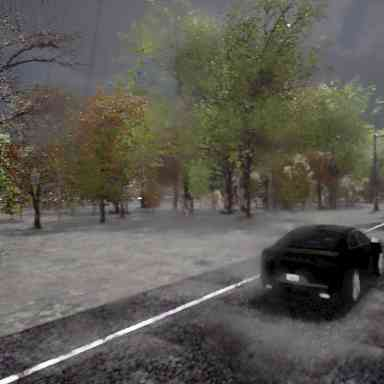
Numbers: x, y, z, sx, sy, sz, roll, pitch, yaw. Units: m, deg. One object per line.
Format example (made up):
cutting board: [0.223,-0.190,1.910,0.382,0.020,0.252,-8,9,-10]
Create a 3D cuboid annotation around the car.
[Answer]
car: [3.577,1.584,8.647,1.882,1.535,5.008,-2,-1,39]
